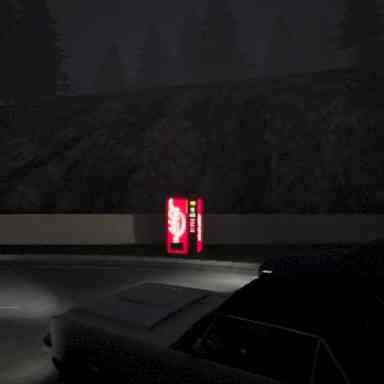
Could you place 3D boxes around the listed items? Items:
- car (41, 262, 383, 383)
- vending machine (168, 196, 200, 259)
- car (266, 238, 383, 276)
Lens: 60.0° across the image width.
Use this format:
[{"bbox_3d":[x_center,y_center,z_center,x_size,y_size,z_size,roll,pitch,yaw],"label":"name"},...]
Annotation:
[{"bbox_3d":[0.683,1.601,3.376,4.718,1.301,1.895,0,0,30],"label":"car"},{"bbox_3d":[-0.263,1.195,11.787,0.880,2.100,1.100,0,0,14],"label":"vending machine"},{"bbox_3d":[3.458,1.526,5.749,4.674,1.442,1.812,0,-1,34],"label":"car"}]
